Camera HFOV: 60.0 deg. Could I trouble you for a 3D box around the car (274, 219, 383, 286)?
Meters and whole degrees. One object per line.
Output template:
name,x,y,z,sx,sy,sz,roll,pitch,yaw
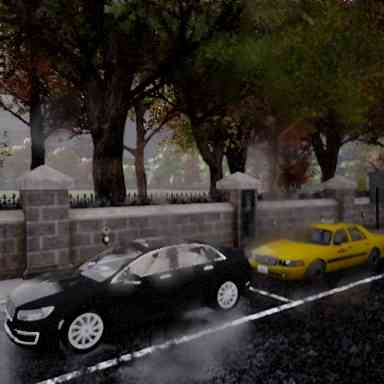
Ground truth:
car,3.604,1.452,9.146,4.829,1.417,1.752,-1,0,-36

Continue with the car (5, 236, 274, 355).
car,-0.837,1.526,5.968,4.403,1.369,2.008,-1,0,-36
